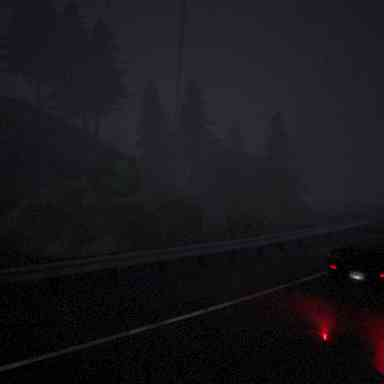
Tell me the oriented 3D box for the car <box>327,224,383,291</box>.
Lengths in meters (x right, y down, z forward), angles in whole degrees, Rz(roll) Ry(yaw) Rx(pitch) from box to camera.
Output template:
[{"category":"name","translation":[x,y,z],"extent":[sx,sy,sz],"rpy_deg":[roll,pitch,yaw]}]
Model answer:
[{"category":"car","translation":[5.093,1.536,8.340],"extent":[4.674,1.442,1.812],"rpy_deg":[0,0,-42]}]
